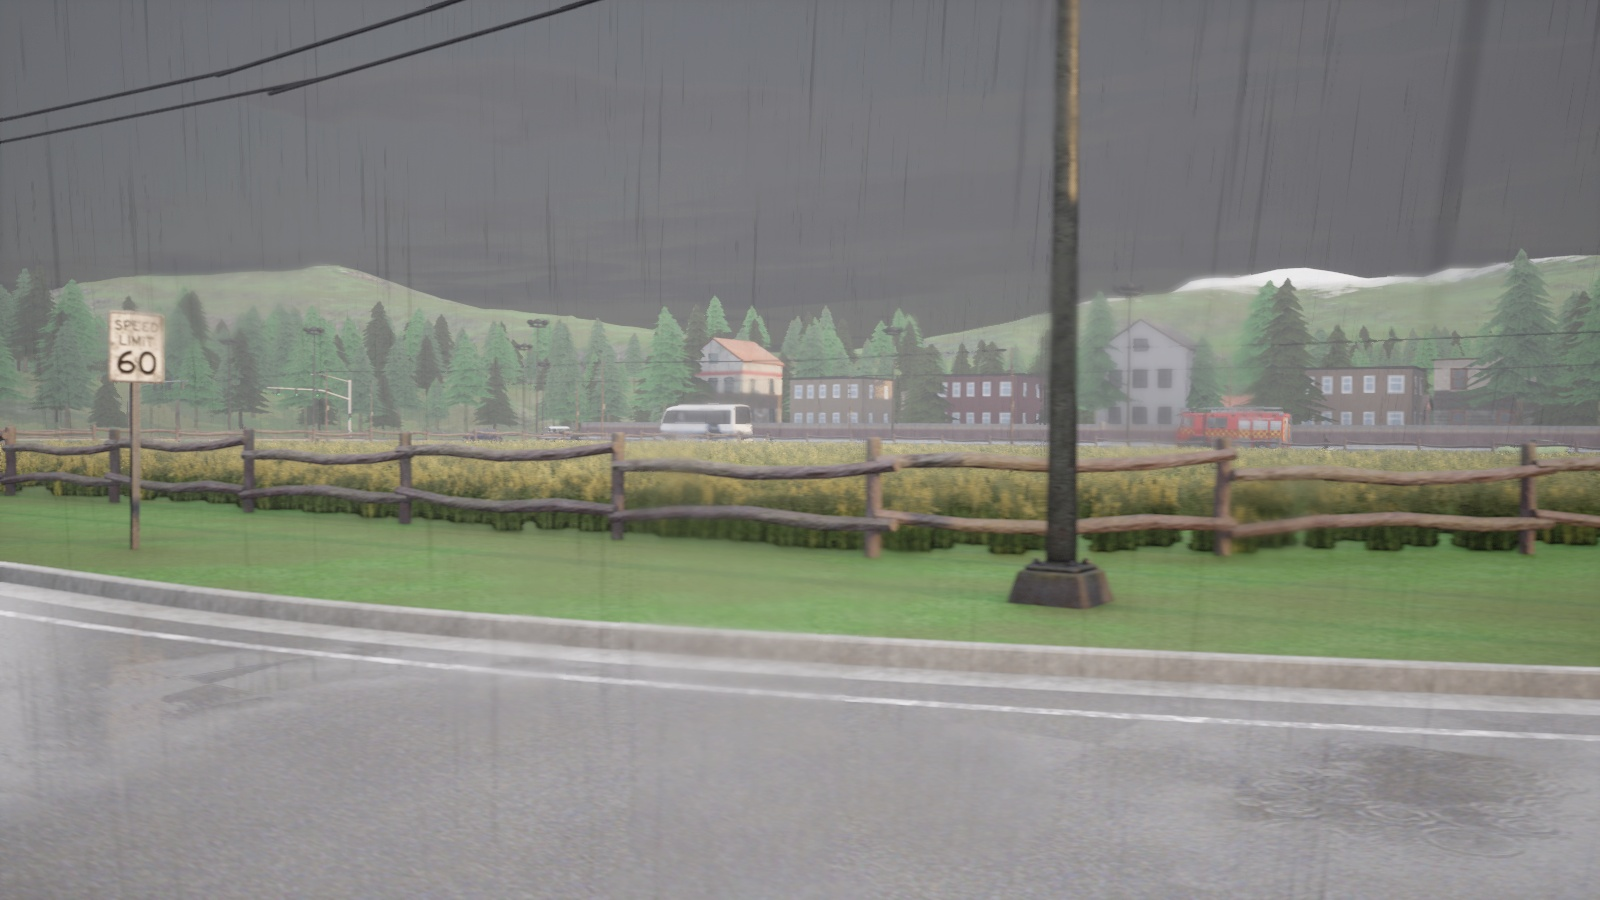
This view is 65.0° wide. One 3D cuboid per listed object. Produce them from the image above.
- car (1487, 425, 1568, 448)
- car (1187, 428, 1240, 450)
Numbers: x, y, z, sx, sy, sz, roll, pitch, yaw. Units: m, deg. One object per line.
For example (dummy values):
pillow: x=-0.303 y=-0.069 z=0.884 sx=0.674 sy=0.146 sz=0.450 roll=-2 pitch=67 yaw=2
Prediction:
car: x=48.157 y=-0.894 z=83.194 sx=4.514 sy=1.525 sz=2.007 roll=0 pitch=1 yaw=34
car: x=30.437 y=-0.827 z=92.414 sx=3.705 sy=1.549 sz=1.789 roll=0 pitch=1 yaw=20
